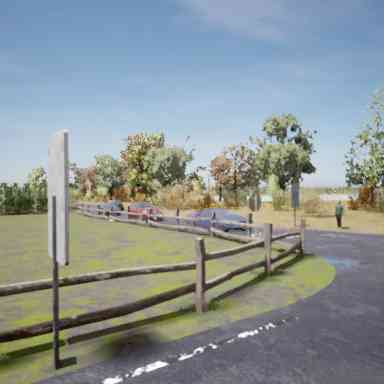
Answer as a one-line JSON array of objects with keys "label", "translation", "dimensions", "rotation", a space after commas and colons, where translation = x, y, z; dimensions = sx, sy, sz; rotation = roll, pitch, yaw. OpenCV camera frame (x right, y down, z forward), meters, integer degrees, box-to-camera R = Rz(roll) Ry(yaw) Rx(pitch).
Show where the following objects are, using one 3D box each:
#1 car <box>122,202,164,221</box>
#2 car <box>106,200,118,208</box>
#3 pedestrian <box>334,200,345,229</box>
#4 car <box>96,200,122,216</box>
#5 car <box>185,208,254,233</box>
[{"label": "car", "translation": [-4.370, 1.721, 30.530], "dimensions": [2.097, 1.767, 4.553], "rotation": [-1, 0, -33]}, {"label": "car", "translation": [-15.187, 2.281, 62.883], "dimensions": [1.812, 1.442, 4.674], "rotation": [-1, 0, -18]}, {"label": "pedestrian", "translation": [9.332, 1.405, 21.118], "dimensions": [0.375, 1.860, 0.375], "rotation": [-2, 1, -35]}, {"label": "car", "translation": [-9.975, 2.057, 39.471], "dimensions": [2.033, 1.411, 5.357], "rotation": [-1, 0, -29]}, {"label": "car", "translation": [1.662, 1.770, 21.686], "dimensions": [2.033, 1.411, 5.357], "rotation": [-1, 0, -35]}]
